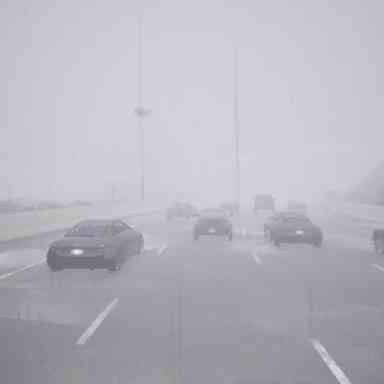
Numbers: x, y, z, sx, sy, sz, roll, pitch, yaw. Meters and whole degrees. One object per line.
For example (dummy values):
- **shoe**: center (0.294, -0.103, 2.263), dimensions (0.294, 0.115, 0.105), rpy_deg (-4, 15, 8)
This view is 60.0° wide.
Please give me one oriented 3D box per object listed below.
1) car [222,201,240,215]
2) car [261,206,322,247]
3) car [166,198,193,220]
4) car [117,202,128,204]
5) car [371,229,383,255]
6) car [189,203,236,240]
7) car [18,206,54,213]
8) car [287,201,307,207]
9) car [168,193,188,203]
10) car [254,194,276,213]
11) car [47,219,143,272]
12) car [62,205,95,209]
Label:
- **car**: center (3.945, 1.611, 34.647), dimensions (1.895, 1.301, 4.718), rpy_deg (0, 0, 12)
- **car**: center (4.489, 1.575, 15.280), dimensions (1.994, 1.385, 4.181), rpy_deg (0, 0, 6)
- **car**: center (-0.842, 1.547, 28.392), dimensions (2.033, 1.411, 5.357), rpy_deg (0, 0, 10)
- **car**: center (-13.762, 1.474, 62.720), dimensions (1.837, 1.490, 4.892), rpy_deg (0, 0, 19)
- **car**: center (7.549, 1.618, 10.381), dimensions (1.895, 1.301, 4.718), rpy_deg (0, 0, 4)
- **car**: center (1.132, 1.529, 16.963), dimensions (1.812, 1.442, 4.674), rpy_deg (0, 0, 6)
- **car**: center (-14.519, 1.569, 32.410), dimensions (1.895, 1.301, 4.718), rpy_deg (0, 0, 10)
- **car**: center (11.769, 1.629, 37.467), dimensions (1.895, 1.301, 4.718), rpy_deg (0, 0, 14)
- **car**: center (-2.985, 1.169, 71.357), dimensions (2.150, 2.045, 5.566), rpy_deg (0, 0, 22)
- **car**: center (8.024, 1.241, 36.857), dimensions (2.150, 2.045, 5.566), rpy_deg (0, 0, 13)
- **car**: center (-2.909, 1.558, 10.823), dimensions (1.994, 1.385, 4.181), rpy_deg (0, 0, 4)
- **car**: center (-10.958, 1.540, 32.282), dimensions (1.994, 1.385, 4.181), rpy_deg (0, 0, 10)
